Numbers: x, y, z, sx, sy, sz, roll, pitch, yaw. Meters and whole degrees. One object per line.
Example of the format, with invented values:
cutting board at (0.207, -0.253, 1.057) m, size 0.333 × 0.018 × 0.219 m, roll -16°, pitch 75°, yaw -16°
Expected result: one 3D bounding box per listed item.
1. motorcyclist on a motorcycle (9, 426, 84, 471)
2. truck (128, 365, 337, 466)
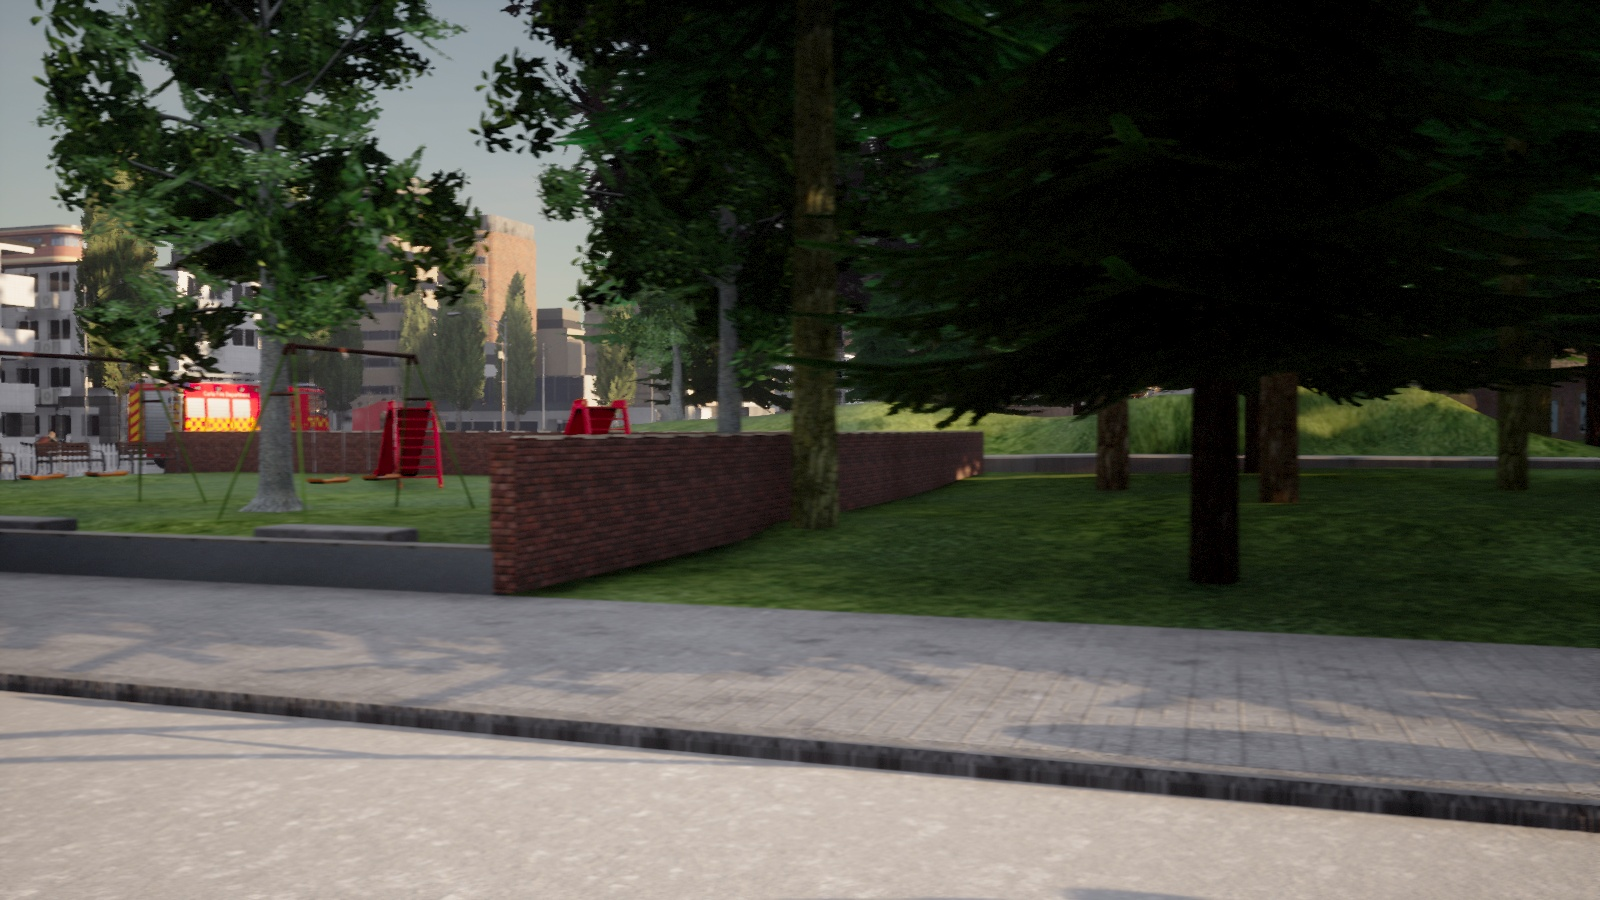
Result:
motorcyclist on a motorcycle at (-26.160, -0.073, 43.631) m, size 0.866 × 1.530 × 2.191 m, roll 1°, pitch 1°, yaw 19°
truck at (-23.269, -1.397, 52.114) m, size 2.891 × 3.827 × 8.468 m, roll 1°, pitch 1°, yaw 19°
